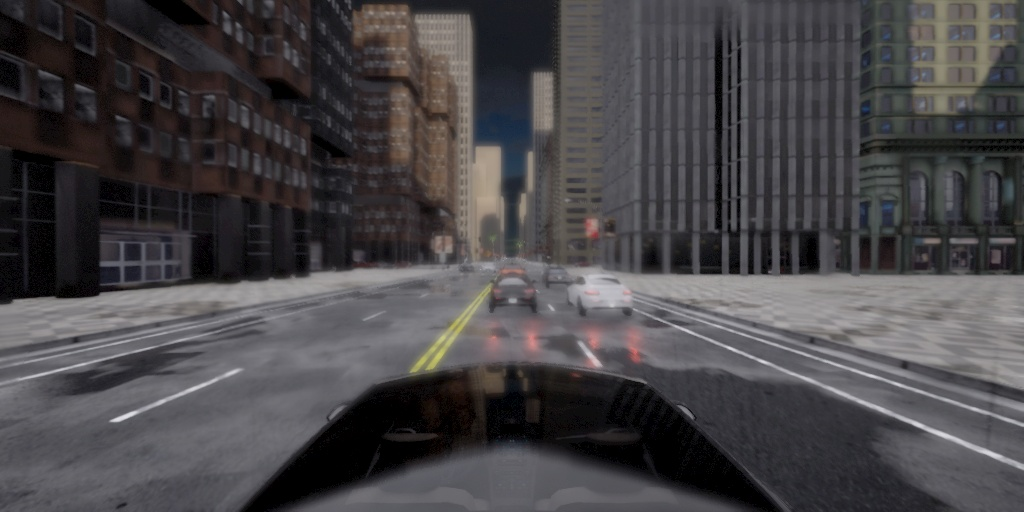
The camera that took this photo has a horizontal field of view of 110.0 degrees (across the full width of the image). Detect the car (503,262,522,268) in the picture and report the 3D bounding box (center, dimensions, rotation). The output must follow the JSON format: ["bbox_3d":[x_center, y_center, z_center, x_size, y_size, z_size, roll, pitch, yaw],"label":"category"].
[{"bbox_3d":[0.047,1.391,29.073,2.097,1.767,4.553,0,-1,0],"label":"car"}]

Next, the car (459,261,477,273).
[{"bbox_3d":[-6.576,1.829,52.809,1.994,1.385,4.181,0,-1,0],"label":"car"}]

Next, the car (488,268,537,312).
[{"bbox_3d":[0.053,1.418,14.896,1.812,1.442,4.674,0,0,0],"label":"car"}]

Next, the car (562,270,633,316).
[{"bbox_3d":[3.295,1.410,14.044,1.812,1.442,4.674,0,-1,0],"label":"car"}]

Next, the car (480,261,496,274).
[{"bbox_3d":[-3.331,1.786,52.350,1.812,1.442,4.674,0,-1,0],"label":"car"}]

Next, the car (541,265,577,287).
[{"bbox_3d":[3.278,1.566,27.019,2.033,1.411,5.357,0,-1,1],"label":"car"}]
